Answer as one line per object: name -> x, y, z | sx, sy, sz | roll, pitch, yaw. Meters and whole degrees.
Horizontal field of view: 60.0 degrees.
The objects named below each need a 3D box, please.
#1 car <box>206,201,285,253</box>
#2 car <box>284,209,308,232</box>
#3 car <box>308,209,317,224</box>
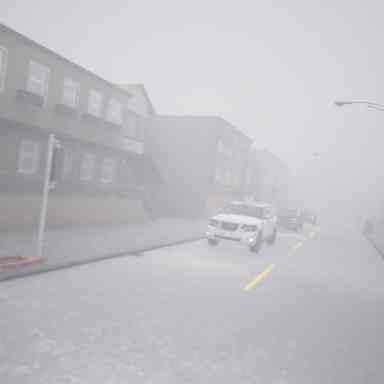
car -> 2.602, 1.480, 15.783 | 2.150, 2.045, 5.566 | 7, 0, 25
car -> 7.845, 2.191, 27.306 | 2.097, 1.767, 4.553 | 7, 0, 25
car -> 14.346, 2.919, 41.365 | 2.097, 1.767, 4.553 | 7, 0, 25
